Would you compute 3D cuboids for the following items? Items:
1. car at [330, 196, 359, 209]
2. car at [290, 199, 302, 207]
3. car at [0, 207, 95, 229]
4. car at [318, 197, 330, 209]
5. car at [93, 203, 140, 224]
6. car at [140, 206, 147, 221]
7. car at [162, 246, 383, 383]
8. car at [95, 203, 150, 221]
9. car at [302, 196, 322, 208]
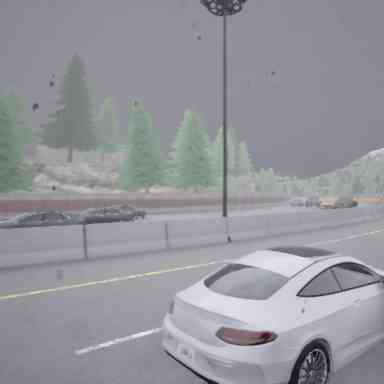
[{"bbox_3d":[20.695,1.581,44.484,2.150,2.045,5.566,0,-1,37],"label":"car"},{"bbox_3d":[19.775,2.004,61.971,2.128,1.511,4.902,0,0,32],"label":"car"},{"bbox_3d":[-7.503,1.635,15.913,4.892,1.490,1.837,0,0,-38],"label":"car"},{"bbox_3d":[21.622,1.896,51.857,1.882,1.535,5.008,0,0,35],"label":"car"},{"bbox_3d":[-6.126,1.679,21.449,4.892,1.490,1.837,0,-1,-40],"label":"car"},{"bbox_3d":[-5.966,1.717,26.124,4.892,1.490,1.837,0,0,-41],"label":"car"},{"bbox_3d":[1.747,1.568,5.020,4.674,1.442,1.812,0,0,-38],"label":"car"},{"bbox_3d":[-6.317,1.772,30.467,4.674,1.442,1.812,0,-1,-42],"label":"car"},{"bbox_3d":[21.349,1.688,57.805,2.150,2.045,5.566,0,0,32],"label":"car"}]
